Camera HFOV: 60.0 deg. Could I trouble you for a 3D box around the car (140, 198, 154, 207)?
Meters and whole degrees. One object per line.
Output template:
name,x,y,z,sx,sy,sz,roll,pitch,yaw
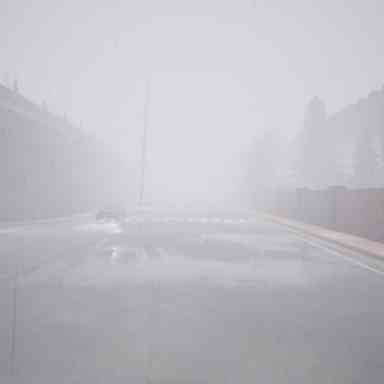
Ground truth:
car,-7.333,1.758,54.647,1.812,1.442,4.674,0,0,-1

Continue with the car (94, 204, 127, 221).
car,-6.880,1.721,28.527,1.895,1.301,4.718,0,0,-1
